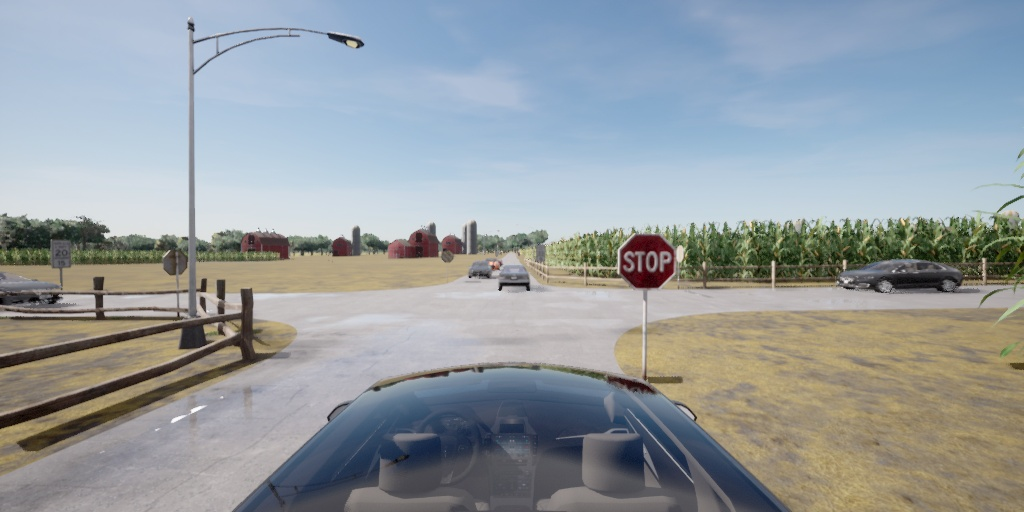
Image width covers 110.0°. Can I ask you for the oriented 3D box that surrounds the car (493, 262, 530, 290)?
[{"bbox_3d":[0.136,1.265,22.059,2.033,1.411,5.357,0,0,0],"label":"car"}]

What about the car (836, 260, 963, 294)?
[{"bbox_3d":[18.542,0.965,17.276,4.892,1.490,1.837,-1,1,0],"label":"car"}]

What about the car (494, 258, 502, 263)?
[{"bbox_3d":[-2.731,1.024,46.992,2.097,1.767,4.553,0,0,0],"label":"car"}]

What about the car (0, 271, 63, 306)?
[{"bbox_3d":[-21.437,1.394,14.607,4.902,1.511,2.128,0,1,0],"label":"car"}]

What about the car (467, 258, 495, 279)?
[{"bbox_3d":[-2.775,1.211,31.824,1.837,1.490,4.892,0,1,0],"label":"car"}]
